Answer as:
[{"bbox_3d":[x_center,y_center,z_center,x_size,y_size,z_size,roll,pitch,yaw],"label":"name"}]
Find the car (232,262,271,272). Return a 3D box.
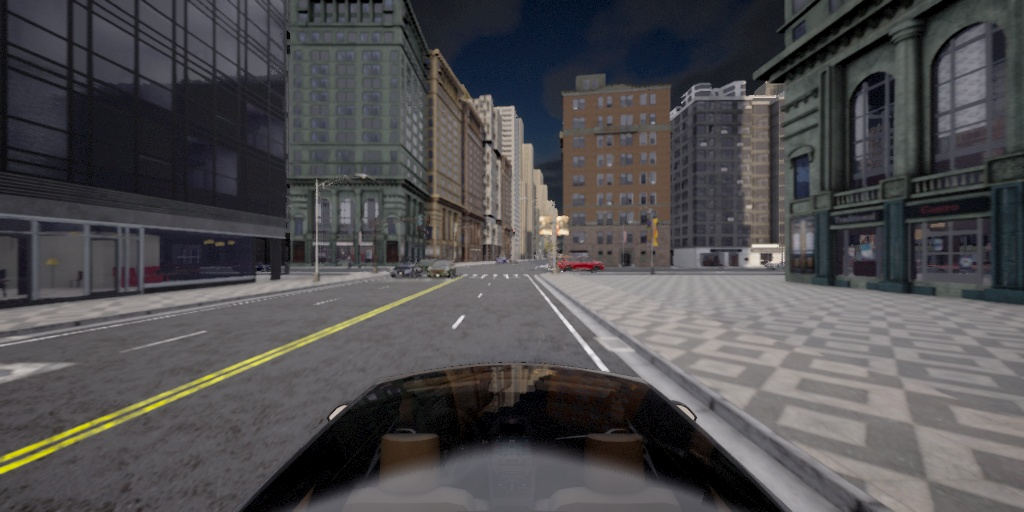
[{"bbox_3d":[-30.752,1.372,43.239,4.718,1.301,1.895,0,0,0],"label":"car"}]

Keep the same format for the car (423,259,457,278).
[{"bbox_3d":[-6.494,1.116,33.719,2.097,1.767,4.553,0,0,0],"label":"car"}]

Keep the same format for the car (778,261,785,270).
[{"bbox_3d":[40.592,1.119,50.038,4.553,1.767,2.097,0,0,0],"label":"car"}]

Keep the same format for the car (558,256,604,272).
[{"bbox_3d":[8.279,1.017,43.384,5.566,2.045,2.150,0,0,0],"label":"car"}]

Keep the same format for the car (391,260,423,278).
[{"bbox_3d":[-9.744,1.330,33.418,1.994,1.385,4.181,0,0,0],"label":"car"}]
